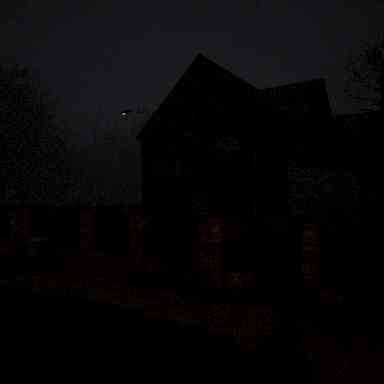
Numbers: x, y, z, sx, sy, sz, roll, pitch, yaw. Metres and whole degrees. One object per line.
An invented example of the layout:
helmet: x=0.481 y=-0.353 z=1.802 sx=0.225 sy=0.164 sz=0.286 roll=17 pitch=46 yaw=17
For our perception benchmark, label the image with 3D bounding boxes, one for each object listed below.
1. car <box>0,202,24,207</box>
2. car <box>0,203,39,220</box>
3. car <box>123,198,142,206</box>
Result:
car: x=-14.837 y=1.556 z=25.047 sx=1.837 sy=1.490 sz=4.892 roll=0 pitch=0 yaw=35
car: x=-16.086 y=1.664 z=28.901 sx=1.895 sy=1.301 sz=4.718 roll=0 pitch=0 yaw=35
car: x=-5.303 y=1.457 z=38.500 sx=2.097 sy=1.767 sz=4.553 roll=0 pitch=0 yaw=35
